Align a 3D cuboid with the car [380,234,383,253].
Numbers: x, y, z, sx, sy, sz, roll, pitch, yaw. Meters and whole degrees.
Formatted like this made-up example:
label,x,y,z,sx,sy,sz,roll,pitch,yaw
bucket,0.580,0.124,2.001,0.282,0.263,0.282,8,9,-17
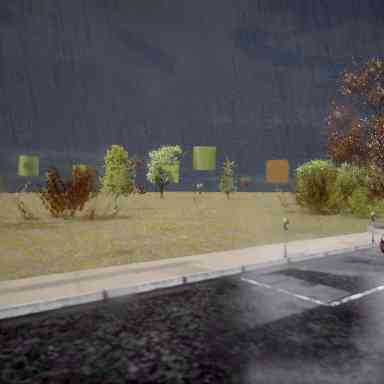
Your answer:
label,x,y,z,sx,sy,sz,roll,pitch,yaw
car,8.584,1.585,12.207,4.206,1.307,1.802,0,1,-35
